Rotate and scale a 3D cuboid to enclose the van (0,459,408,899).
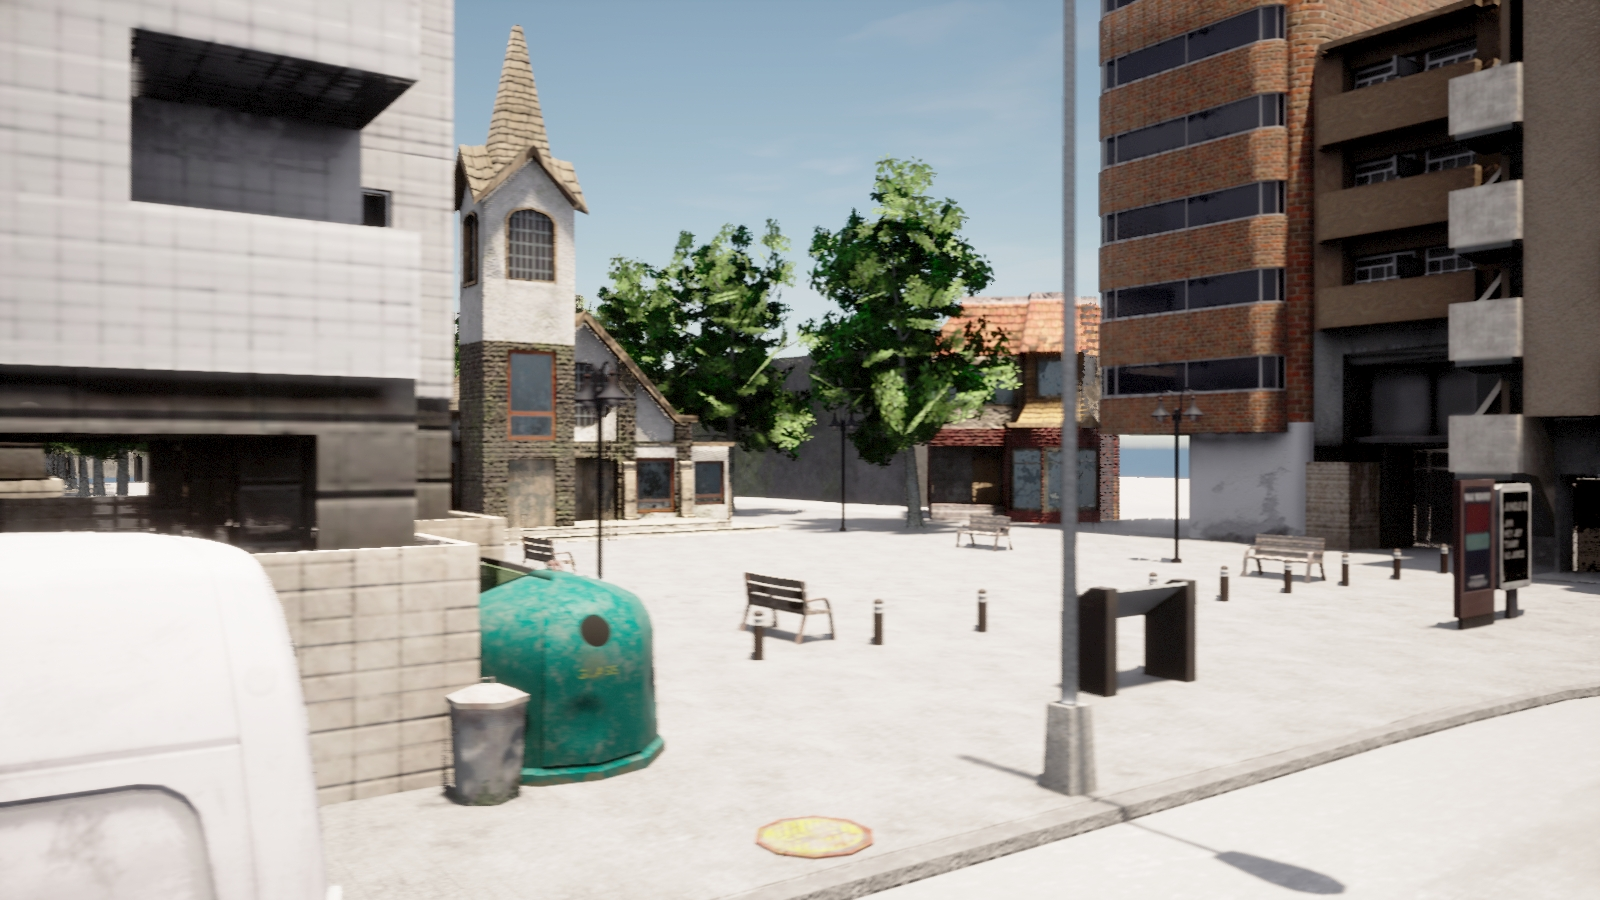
[{"bbox_3d":[-3.887,1.314,1.718,5.915,2.561,1.988,0,0,-35],"label":"van"}]
